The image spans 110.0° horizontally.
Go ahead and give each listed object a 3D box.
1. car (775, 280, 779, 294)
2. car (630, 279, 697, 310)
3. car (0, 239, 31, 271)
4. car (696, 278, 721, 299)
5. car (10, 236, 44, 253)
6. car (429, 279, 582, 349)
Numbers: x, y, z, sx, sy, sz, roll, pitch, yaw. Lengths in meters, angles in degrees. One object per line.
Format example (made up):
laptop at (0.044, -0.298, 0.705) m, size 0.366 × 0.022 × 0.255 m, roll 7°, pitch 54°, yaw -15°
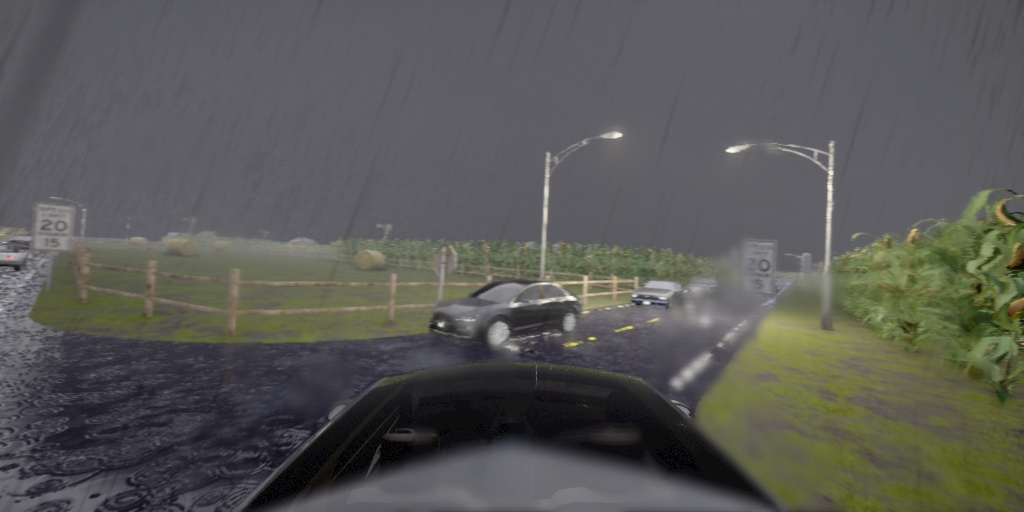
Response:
car at (25.782, 2.927, 36.946) m, size 2.150 × 2.045 × 5.566 m, roll 2°, pitch -1°, yaw 39°
car at (8.370, 2.058, 19.874) m, size 2.033 × 1.411 × 5.357 m, roll 2°, pitch -1°, yaw 39°
car at (-25.663, -0.011, 17.756) m, size 4.718 × 1.301 × 1.895 m, roll 3°, pitch -1°, yaw 39°
car at (15.257, 2.514, 28.484) m, size 2.128 × 1.511 × 4.902 m, roll 2°, pitch -1°, yaw 39°
car at (-45.010, -1.146, 33.325) m, size 5.008 × 1.535 × 1.882 m, roll 3°, pitch -1°, yaw 39°
car at (0.077, 1.400, 9.772) m, size 1.837 × 1.490 × 4.892 m, roll 2°, pitch -1°, yaw 43°
